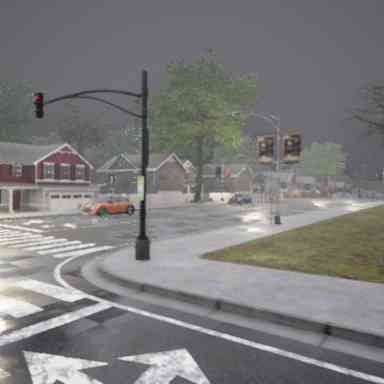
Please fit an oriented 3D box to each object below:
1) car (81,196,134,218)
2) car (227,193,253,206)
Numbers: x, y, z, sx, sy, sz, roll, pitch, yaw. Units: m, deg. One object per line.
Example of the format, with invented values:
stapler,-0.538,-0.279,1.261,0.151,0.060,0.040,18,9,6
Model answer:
car,-7.127,1.125,28.208,2.097,1.767,4.553,1,1,36
car,6.922,0.973,47.519,2.097,1.767,4.553,1,1,36
